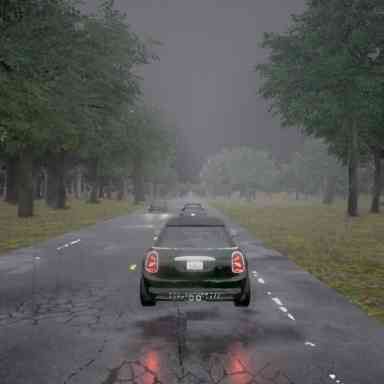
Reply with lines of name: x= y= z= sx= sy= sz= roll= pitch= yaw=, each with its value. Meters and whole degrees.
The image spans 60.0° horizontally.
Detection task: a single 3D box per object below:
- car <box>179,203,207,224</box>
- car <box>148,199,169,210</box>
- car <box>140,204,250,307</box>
car: x=0.071 y=1.568 z=25.441 sx=1.994 sy=1.385 sz=4.181 roll=0 pitch=0 yaw=0
car: x=-3.636 y=1.529 z=36.694 sx=1.837 sy=1.490 sz=4.892 roll=0 pitch=0 yaw=0
car: x=0.088 y=1.352 z=8.158 sx=2.097 sy=1.767 sz=4.553 roll=0 pitch=0 yaw=1
